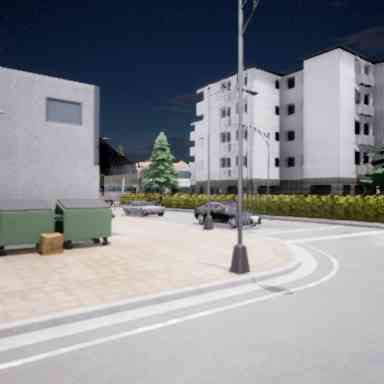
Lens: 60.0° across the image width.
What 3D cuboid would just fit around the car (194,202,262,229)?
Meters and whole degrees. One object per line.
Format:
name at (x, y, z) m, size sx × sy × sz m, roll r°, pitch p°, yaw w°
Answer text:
car at (2.114, 1.358, 20.576) m, size 2.128 × 1.511 × 4.902 m, roll 0°, pitch 0°, yaw -36°

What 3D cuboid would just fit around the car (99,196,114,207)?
car at (-12.674, 1.354, 46.608) m, size 1.882 × 1.535 × 5.008 m, roll 0°, pitch 0°, yaw -37°

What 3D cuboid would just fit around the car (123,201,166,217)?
car at (-4.213, 1.467, 29.132) m, size 1.895 × 1.301 × 4.718 m, roll 0°, pitch 0°, yaw -37°

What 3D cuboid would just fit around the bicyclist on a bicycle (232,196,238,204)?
bicyclist on a bicycle at (3.937, 1.191, 30.696) m, size 1.656 × 1.620 × 0.582 m, roll 0°, pitch 0°, yaw -36°
